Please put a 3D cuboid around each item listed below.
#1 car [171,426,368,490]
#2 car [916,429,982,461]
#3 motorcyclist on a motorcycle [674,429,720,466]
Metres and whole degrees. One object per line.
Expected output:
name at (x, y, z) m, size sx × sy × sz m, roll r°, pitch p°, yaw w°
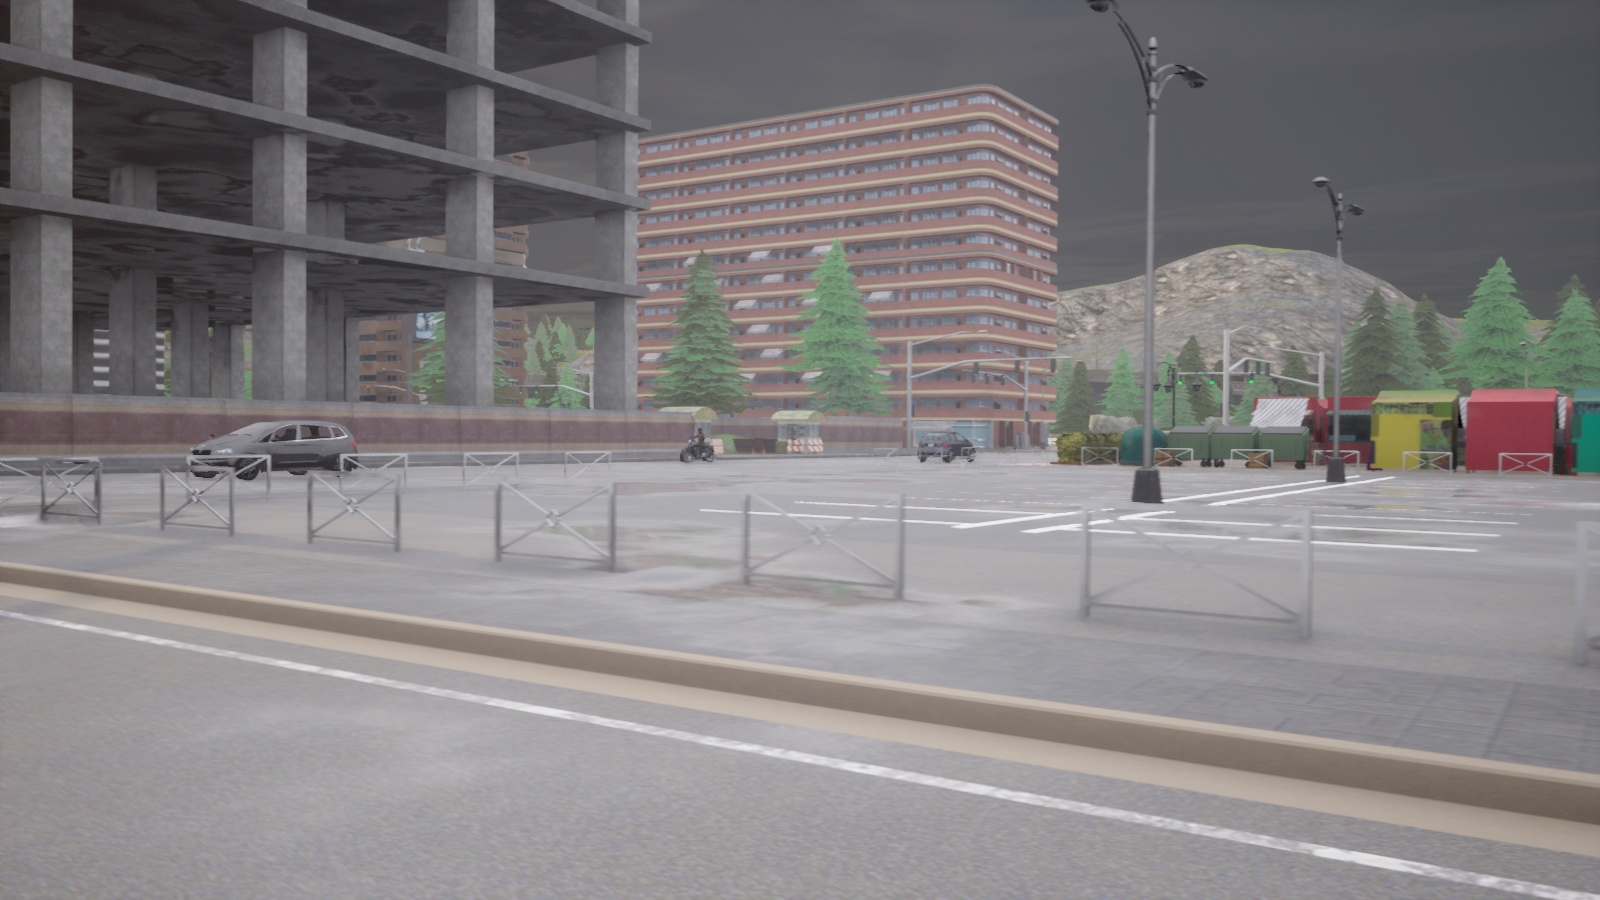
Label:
car at (-14.860, 0.172, 35.415) m, size 2.242 × 1.667 × 4.611 m, roll 0°, pitch 1°, yaw 33°
car at (7.493, -0.273, 62.956) m, size 1.789 × 1.549 × 3.705 m, roll 0°, pitch 1°, yaw 33°
motorcyclist on a motorcycle at (-4.676, -0.112, 57.218) m, size 0.766 × 1.649 × 2.350 m, roll 0°, pitch 1°, yaw 33°
